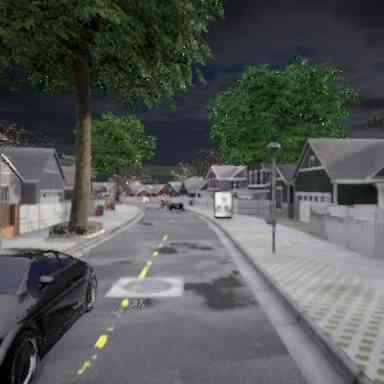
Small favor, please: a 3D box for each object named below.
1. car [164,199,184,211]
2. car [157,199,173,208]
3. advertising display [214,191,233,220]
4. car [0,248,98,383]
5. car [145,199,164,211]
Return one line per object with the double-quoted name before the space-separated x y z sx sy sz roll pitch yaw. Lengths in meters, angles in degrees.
"car" -2.332 1.775 45.294 1.882 1.535 5.008 0 -1 -10
"car" -4.706 1.922 57.620 1.837 1.490 4.892 0 -1 -16
"advertising display" 2.667 1.182 28.391 1.540 2.440 0.280 1 1 -4
"car" -2.855 1.588 4.954 1.994 1.385 4.181 0 0 0
"car" -5.385 1.911 45.577 1.895 1.301 4.718 0 -1 -10
